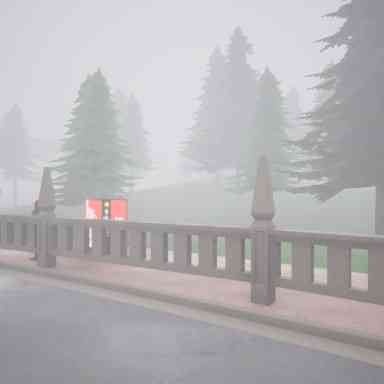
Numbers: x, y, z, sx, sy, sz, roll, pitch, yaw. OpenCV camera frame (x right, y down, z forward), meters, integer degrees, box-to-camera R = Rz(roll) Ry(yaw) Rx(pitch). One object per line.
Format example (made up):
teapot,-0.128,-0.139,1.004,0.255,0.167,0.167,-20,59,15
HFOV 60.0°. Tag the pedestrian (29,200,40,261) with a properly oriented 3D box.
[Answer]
pedestrian,-4.729,1.142,10.122,0.375,1.860,0.375,0,0,30

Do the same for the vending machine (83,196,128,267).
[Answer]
vending machine,-2.763,1.195,10.700,0.880,2.100,1.100,0,0,30
